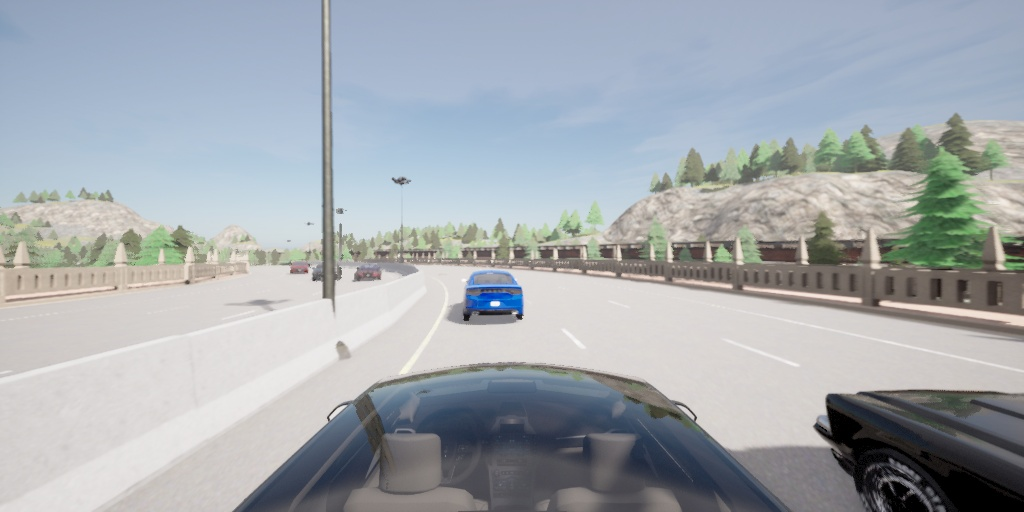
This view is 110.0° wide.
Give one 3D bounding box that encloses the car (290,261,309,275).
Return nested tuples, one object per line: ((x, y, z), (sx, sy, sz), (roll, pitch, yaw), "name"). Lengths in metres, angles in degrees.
((-25.578, 1.417, 43.255), (1.882, 1.535, 5.008), (0, 0, -30), "car")

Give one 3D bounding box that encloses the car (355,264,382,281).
((-12.204, 1.385, 30.633), (1.994, 1.385, 4.181), (0, 0, -19), "car")

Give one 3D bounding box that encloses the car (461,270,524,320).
((-0.768, 1.228, 12.779), (1.882, 1.535, 5.008), (0, 0, -7), "car")

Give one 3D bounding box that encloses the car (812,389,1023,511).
((3.489, 1.337, 0.881), (1.895, 1.301, 4.718), (0, 0, 0), "car")

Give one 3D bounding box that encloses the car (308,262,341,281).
((-16.182, 1.358, 31.390), (1.837, 1.490, 4.892), (0, 0, -21), "car")
